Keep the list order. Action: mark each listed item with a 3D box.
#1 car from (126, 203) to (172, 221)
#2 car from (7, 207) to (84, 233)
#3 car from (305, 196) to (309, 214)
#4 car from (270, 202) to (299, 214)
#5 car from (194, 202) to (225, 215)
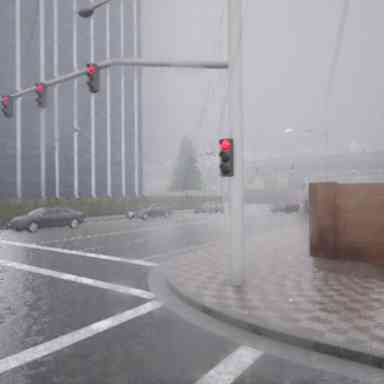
[{"bbox_3d":[-3.776,1.740,29.922,2.128,1.511,4.902,-1,0,35],"label":"car"},{"bbox_3d":[-9.498,1.755,21.902,1.837,1.490,4.892,-1,0,36],"label":"car"},{"bbox_3d":[14.263,1.336,36.810,2.150,2.045,5.566,-1,-1,35],"label":"car"},{"bbox_3d":[10.526,1.759,37.589,1.895,1.301,4.718,-1,0,35],"label":"car"},{"bbox_3d":[2.015,1.812,38.017,1.994,1.385,4.181,-1,0,35],"label":"car"}]
